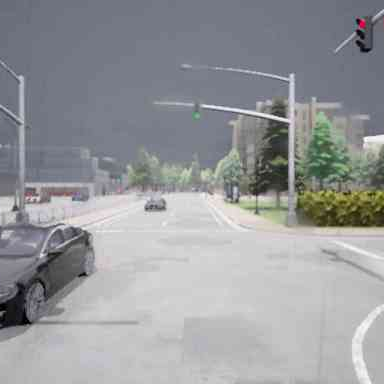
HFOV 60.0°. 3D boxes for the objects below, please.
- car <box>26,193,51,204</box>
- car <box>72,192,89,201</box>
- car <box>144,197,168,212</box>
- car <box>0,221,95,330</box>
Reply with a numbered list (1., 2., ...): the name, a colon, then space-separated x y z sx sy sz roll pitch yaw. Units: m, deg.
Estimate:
1. car: -20.429 0.819 44.362 1.970 1.475 3.806 0 1 0
2. car: -17.362 0.714 51.747 1.845 1.501 3.633 0 1 0
3. car: -3.442 1.175 32.255 1.994 1.385 4.181 0 1 0
4. car: -3.487 1.427 6.970 2.128 1.511 4.902 0 1 0
